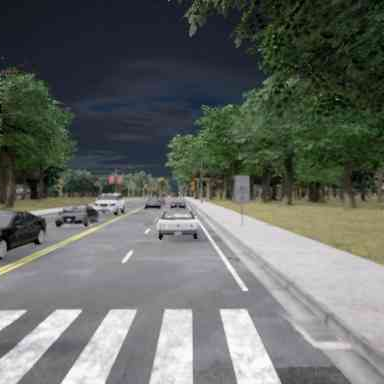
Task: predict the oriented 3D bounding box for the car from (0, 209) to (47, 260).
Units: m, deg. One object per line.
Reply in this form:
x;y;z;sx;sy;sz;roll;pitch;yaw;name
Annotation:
-7.229;1.460;12.587;1.882;1.535;5.008;0;0;-2;car

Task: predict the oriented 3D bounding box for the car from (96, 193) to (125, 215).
-8.042;1.166;32.729;2.150;2.045;5.566;0;0;-2;car

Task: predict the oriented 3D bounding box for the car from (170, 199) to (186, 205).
-1.710;1.519;41.263;1.895;1.301;4.718;0;0;-2;car

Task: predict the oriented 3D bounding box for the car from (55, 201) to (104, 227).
-7.625;1.523;22.434;1.994;1.385;4.181;0;0;-2;car

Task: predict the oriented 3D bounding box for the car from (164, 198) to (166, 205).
-5.621;1.526;56.992;1.994;1.385;4.181;0;0;-2;car

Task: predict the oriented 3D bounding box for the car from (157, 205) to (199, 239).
-0.714;1.549;17.059;1.895;1.301;4.718;0;0;-2;car

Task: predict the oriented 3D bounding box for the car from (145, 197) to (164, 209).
-5.075;1.496;43.995;1.994;1.385;4.181;0;0;-2;car
